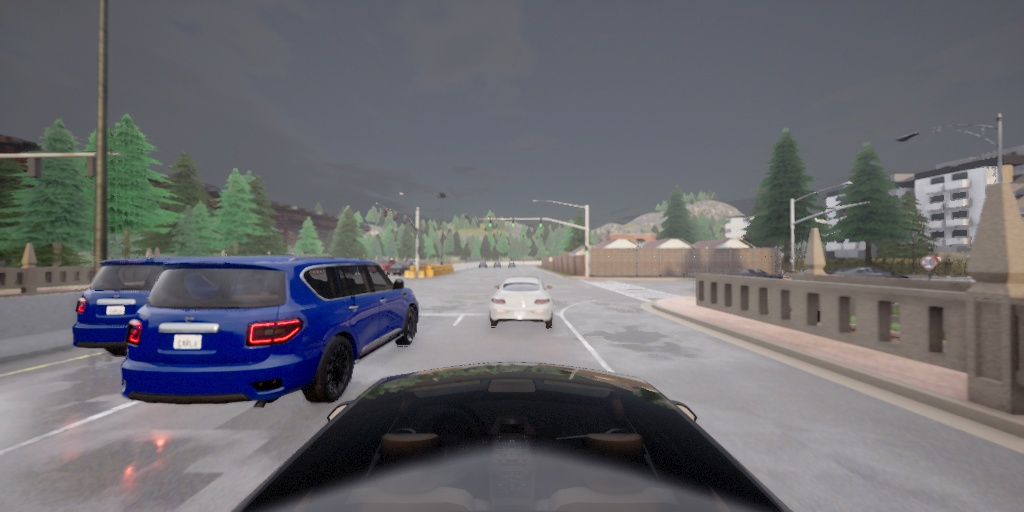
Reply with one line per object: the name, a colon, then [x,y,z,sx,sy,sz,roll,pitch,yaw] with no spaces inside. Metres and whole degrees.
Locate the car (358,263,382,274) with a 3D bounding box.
car: [-21.093,1.819,53.524,1.812,1.442,4.674,0,-1,0]

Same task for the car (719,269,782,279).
car: [18.059,1.633,27.939,4.718,1.301,1.895,0,-1,2]

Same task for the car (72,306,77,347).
car: [-6.930,1.056,8.920,2.150,2.045,5.566,0,0,-1]

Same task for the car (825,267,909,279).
car: [23.746,1.485,24.111,4.902,1.511,2.128,0,-1,2]

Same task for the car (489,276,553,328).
car: [0.355,1.392,11.812,1.812,1.442,4.674,0,-1,4]

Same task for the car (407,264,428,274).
car: [-14.113,1.859,53.696,1.994,1.385,4.181,0,-1,-1]

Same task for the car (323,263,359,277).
car: [-21.110,1.692,44.475,2.128,1.511,4.902,0,-1,0]

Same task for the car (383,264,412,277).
car: [-14.080,1.747,44.375,2.033,1.411,5.357,0,-1,-1]

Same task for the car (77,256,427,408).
car: [-3.425,1.030,6.545,2.150,2.045,5.566,0,0,1]

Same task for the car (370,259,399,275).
car: [-17.614,1.476,49.760,2.150,2.045,5.566,0,-1,-1]
